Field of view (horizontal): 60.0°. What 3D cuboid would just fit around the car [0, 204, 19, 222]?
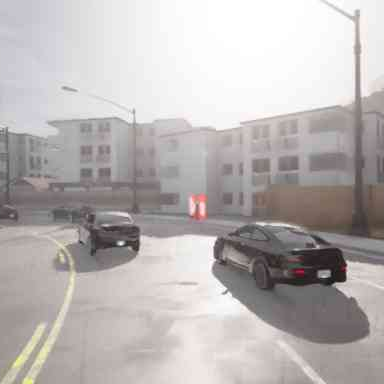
[{"bbox_3d":[-15.846,1.678,26.838,4.674,1.442,1.812,-1,0,32],"label":"car"}]

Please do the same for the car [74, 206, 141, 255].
[{"bbox_3d":[-3.527,1.534,13.746,1.837,1.490,4.892,0,0,-26],"label":"car"}]

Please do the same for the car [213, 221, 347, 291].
[{"bbox_3d":[2.069,1.498,8.955,1.812,1.442,4.674,0,0,-15],"label":"car"}]

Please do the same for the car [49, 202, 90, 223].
[{"bbox_3d":[-9.673,1.591,26.730,4.892,1.490,1.837,-1,-1,41],"label":"car"}]
